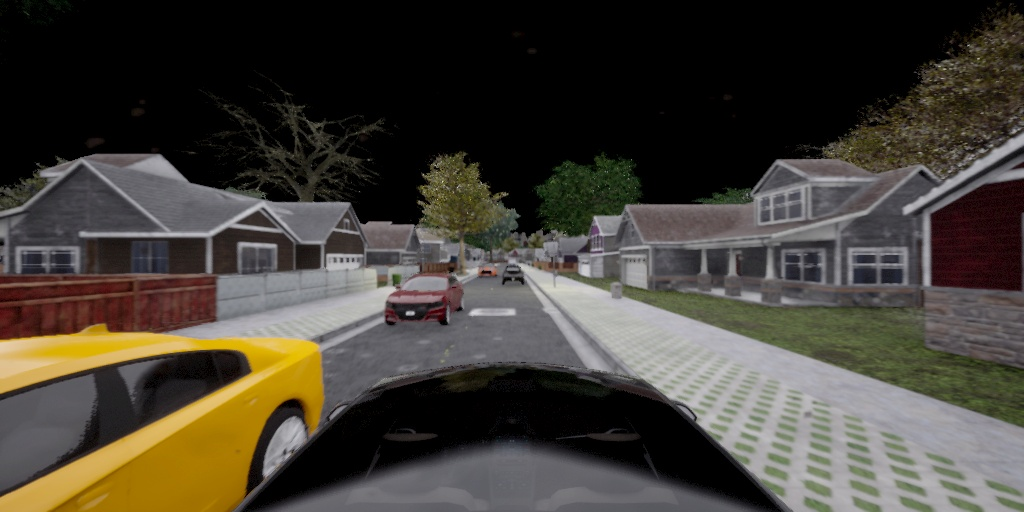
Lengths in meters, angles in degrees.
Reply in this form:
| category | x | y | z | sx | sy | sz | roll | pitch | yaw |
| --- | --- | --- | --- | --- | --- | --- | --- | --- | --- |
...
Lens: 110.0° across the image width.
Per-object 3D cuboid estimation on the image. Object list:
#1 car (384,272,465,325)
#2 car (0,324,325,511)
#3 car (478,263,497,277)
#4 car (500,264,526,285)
| category | x | y | z | sx | sy | sz | roll | pitch | yaw |
| --- | --- | --- | --- | --- | --- | --- | --- | --- | --- |
| car | -2.843 | 1.359 | 12.551 | 1.882 | 1.535 | 5.008 | 0 | -1 | 0 |
| car | -2.850 | 1.227 | 1.618 | 1.882 | 1.535 | 5.008 | 0 | -1 | 0 |
| car | -2.854 | 1.584 | 42.512 | 2.097 | 1.767 | 4.553 | 0 | -1 | 0 |
| car | 0.093 | 1.598 | 30.431 | 1.837 | 1.490 | 4.892 | 0 | -1 | 0 |
